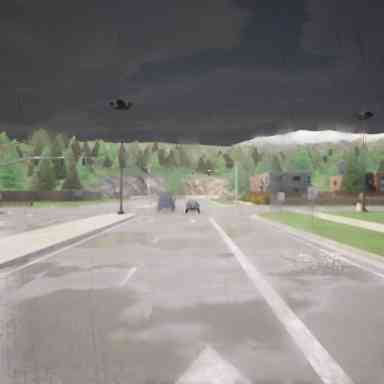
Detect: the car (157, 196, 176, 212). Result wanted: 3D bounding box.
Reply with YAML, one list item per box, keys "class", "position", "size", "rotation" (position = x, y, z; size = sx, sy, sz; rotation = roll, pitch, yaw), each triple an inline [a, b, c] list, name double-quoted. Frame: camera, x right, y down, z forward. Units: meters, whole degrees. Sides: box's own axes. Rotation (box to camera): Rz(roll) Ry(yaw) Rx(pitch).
- class: "car"
  position: [-3.406, 1.542, 44.920]
  size: [2.150, 2.045, 5.566]
  rotation: [0, -1, 0]

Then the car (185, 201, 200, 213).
- class: "car"
  position: [0.093, 1.853, 42.447]
  size: [2.033, 1.411, 5.357]
  rotation: [0, 0, 0]
